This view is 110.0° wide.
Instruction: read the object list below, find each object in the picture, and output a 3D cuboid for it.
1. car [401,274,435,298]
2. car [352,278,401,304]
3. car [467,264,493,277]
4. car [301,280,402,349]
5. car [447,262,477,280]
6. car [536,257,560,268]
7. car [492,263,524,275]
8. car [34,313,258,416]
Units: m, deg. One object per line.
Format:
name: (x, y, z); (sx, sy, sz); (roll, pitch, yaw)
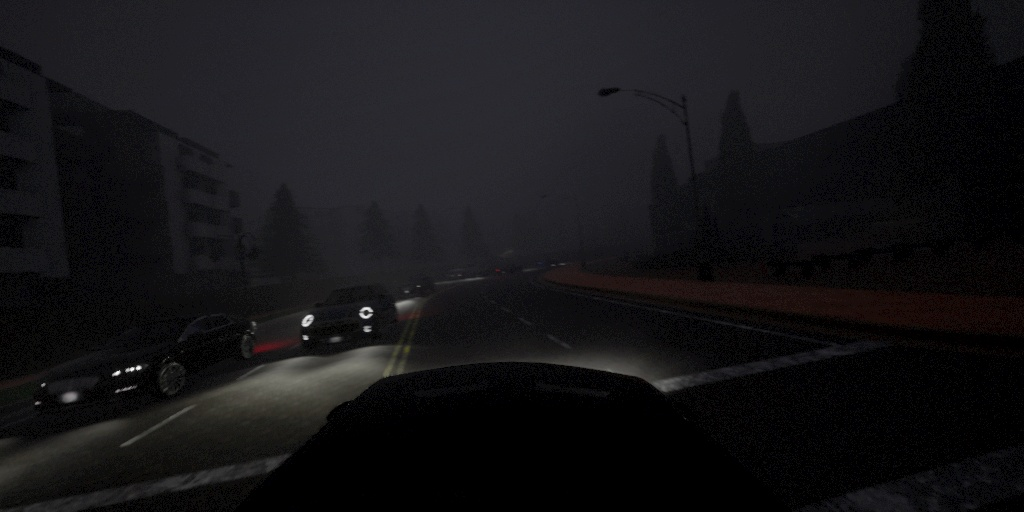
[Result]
car: (-7.191, 2.191, 27.102); (2.128, 1.511, 4.902); (-7, 0, 2)
car: (-10.560, 2.674, 28.267); (1.994, 1.385, 4.181); (-7, 0, 3)
car: (-3.135, 1.869, 45.819); (2.033, 1.411, 5.357); (-7, 0, 25)
car: (-5.272, 1.766, 12.086); (2.097, 1.767, 4.553); (-7, 0, -9)
car: (-6.337, 1.984, 47.252); (2.150, 2.045, 5.566); (-7, 0, 25)
car: (5.275, 0.854, 52.856); (1.994, 1.385, 4.181); (-7, 0, 41)
car: (-0.168, 1.513, 43.264); (1.895, 1.301, 4.718); (-7, 0, 22)
car: (-8.126, 2.238, 8.603); (2.128, 1.511, 4.902); (-7, 0, -11)
